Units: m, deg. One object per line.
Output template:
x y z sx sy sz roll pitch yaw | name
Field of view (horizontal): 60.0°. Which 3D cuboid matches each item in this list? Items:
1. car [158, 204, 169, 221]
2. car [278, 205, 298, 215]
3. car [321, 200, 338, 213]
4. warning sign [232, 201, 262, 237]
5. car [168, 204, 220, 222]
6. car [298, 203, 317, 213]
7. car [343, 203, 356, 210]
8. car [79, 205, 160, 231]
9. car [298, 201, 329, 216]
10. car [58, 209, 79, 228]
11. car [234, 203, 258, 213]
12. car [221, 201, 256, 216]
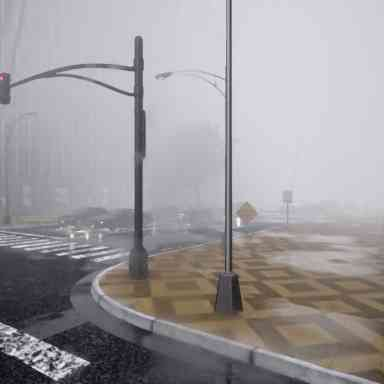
-2.861 1.988 32.905 1.837 1.490 4.892 0 -1 33 | car
13.571 2.450 46.225 1.895 1.301 4.718 0 -1 33 | car
21.758 2.254 53.066 2.150 2.045 5.566 0 -1 33 | car
3.059 1.454 18.575 1.300 1.860 1.060 1 1 33 | warning sign
0.310 1.992 31.829 2.128 1.511 4.902 0 -1 33 | car
19.003 2.593 54.791 1.994 1.385 4.181 0 -1 33 | car
31.285 2.837 65.825 1.812 1.442 4.674 0 -1 33 | car
-4.950 1.874 23.625 2.033 1.411 5.357 0 -1 33 | car
16.241 2.343 44.374 2.128 1.511 4.902 0 -1 33 | car
-7.822 1.844 25.153 1.812 1.442 4.674 0 -1 31 | car
8.097 2.370 49.885 1.812 1.442 4.674 0 -1 32 | car
5.777 2.034 40.340 2.097 1.767 4.553 0 -1 33 | car
